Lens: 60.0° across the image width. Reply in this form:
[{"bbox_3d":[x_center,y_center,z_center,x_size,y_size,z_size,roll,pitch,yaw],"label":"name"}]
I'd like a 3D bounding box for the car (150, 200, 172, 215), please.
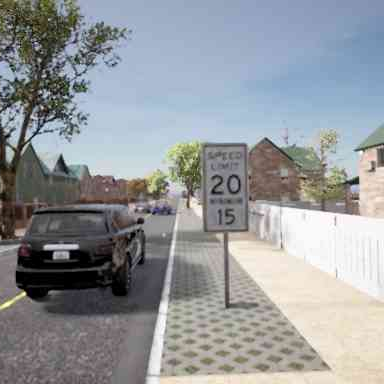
[{"bbox_3d":[-3.561,1.773,39.604,2.097,1.767,4.553,-1,-1,-1],"label":"car"}]

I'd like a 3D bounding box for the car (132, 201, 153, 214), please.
[{"bbox_3d":[-6.511,2.006,44.036,2.128,1.511,4.902,-1,-1,-2],"label":"car"}]

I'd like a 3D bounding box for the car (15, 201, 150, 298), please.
[{"bbox_3d":[-2.572,1.322,8.986,2.150,2.045,5.566,-1,-1,-2],"label":"car"}]

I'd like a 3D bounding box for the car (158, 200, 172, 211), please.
[{"bbox_3d":[-3.958,2.004,49.860,1.882,1.535,5.008,-1,-1,-2],"label":"car"}]
